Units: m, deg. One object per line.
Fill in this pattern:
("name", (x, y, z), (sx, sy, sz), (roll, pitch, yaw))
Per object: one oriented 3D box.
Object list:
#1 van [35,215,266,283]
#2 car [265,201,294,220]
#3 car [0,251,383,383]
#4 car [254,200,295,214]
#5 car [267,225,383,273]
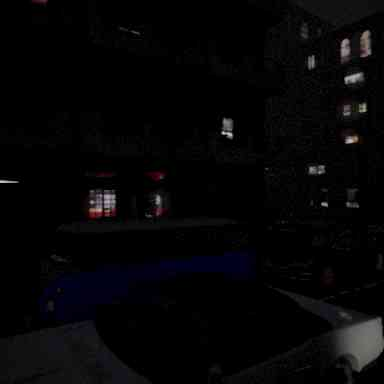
("van", (-0.701, 1.374, 6.089), (3.998, 1.788, 1.690), (1, -1, -36))
("car", (7.269, 1.683, 30.958), (2.128, 1.511, 4.902), (0, 1, -35))
("car", (-0.175, 1.619, 3.236), (4.718, 1.301, 1.895), (1, 0, -36))
("car", (9.378, 1.692, 38.220), (1.887, 1.381, 4.507), (0, 0, -35))
("car", (3.822, 1.643, 9.352), (4.403, 1.369, 2.008), (1, -1, -36))
